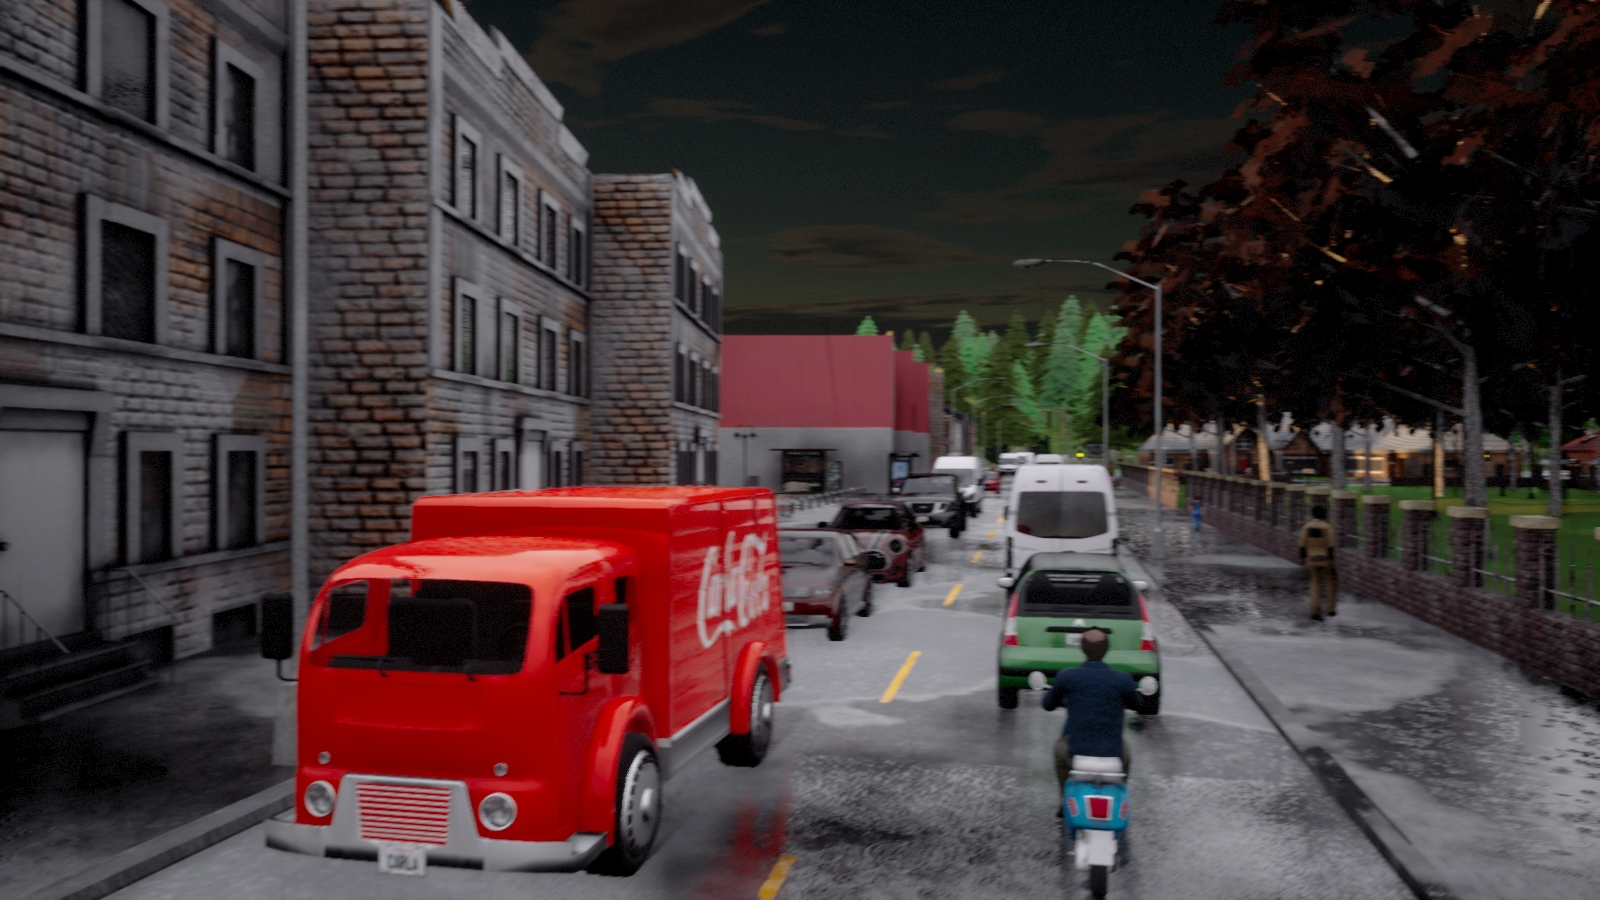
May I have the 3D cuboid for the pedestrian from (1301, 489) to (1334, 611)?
[{"bbox_3d":[8.099,1.550,17.888,0.375,1.860,0.375,0,0,41],"label":"pedestrian"}]

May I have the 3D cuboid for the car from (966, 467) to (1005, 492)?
[{"bbox_3d":[12.182,1.908,74.753,2.231,1.480,4.892,0,0,12],"label":"car"}]

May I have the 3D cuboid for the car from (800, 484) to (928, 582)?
[{"bbox_3d":[1.495,1.705,24.816,2.097,1.767,4.553,0,0,12],"label":"car"}]

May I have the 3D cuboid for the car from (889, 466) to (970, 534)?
[{"bbox_3d":[4.439,1.594,38.375,2.150,2.045,5.566,0,0,12],"label":"car"}]

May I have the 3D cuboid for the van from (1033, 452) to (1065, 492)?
[{"bbox_3d":[16.543,1.389,76.035,1.988,2.561,5.915,0,0,12],"label":"van"}]

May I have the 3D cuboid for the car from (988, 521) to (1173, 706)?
[{"bbox_3d":[3.285,1.794,13.747,1.851,1.617,3.988,0,0,12],"label":"car"}]

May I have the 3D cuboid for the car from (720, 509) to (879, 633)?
[{"bbox_3d":[0.108,1.818,18.141,1.789,1.549,3.705,0,0,12],"label":"car"}]

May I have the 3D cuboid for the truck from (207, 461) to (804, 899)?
[{"bbox_3d":[-1.787,1.350,9.232,2.627,2.467,5.204,0,0,12],"label":"truck"}]

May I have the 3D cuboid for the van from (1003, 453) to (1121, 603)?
[{"bbox_3d":[5.127,1.337,22.605,1.988,2.561,5.915,0,0,12],"label":"van"}]

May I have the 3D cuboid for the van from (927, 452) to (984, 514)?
[{"bbox_3d":[6.858,1.358,49.895,1.988,2.561,5.915,0,0,12],"label":"van"}]

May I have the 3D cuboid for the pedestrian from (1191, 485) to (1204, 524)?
[{"bbox_3d":[13.472,1.851,38.709,0.375,1.300,0.375,0,0,12],"label":"pedestrian"}]
